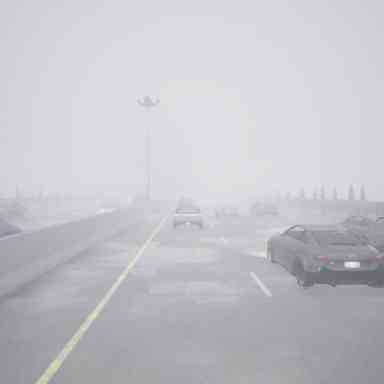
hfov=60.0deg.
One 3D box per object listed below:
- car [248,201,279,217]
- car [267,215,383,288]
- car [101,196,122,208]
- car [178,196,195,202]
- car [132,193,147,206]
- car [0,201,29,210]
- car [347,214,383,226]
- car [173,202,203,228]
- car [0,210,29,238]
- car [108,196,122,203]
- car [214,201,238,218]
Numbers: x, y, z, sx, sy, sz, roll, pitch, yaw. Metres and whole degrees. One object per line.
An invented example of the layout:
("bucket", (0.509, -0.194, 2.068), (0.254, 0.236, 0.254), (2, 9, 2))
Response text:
("car", (6.539, 1.545, 30.717), (2.033, 1.411, 5.357), (0, 0, -1))
("car", (3.477, 1.562, 9.298), (1.994, 1.385, 4.181), (0, 0, -1))
("car", (-11.496, 1.610, 47.438), (1.895, 1.301, 4.718), (0, 0, -1))
("car", (-0.680, 1.354, 40.668), (2.097, 1.767, 4.553), (0, 0, -1))
("car", (-8.111, 1.221, 53.161), (2.150, 2.045, 5.566), (0, 0, -1))
("car", (-14.560, 1.515, 25.986), (1.837, 1.490, 4.892), (0, 0, -1))
("car", (6.911, 1.560, 12.951), (1.994, 1.385, 4.181), (0, 0, -1))
("car", (-0.280, 1.602, 22.273), (1.895, 1.301, 4.718), (0, 0, -1))
("car", (-7.237, 1.531, 10.726), (1.812, 1.442, 4.674), (0, 0, -1))
("car", (-15.350, 1.473, 66.749), (1.994, 1.385, 4.181), (0, 0, -1))
("car", (3.036, 1.525, 30.149), (1.812, 1.442, 4.674), (0, 0, -1))
